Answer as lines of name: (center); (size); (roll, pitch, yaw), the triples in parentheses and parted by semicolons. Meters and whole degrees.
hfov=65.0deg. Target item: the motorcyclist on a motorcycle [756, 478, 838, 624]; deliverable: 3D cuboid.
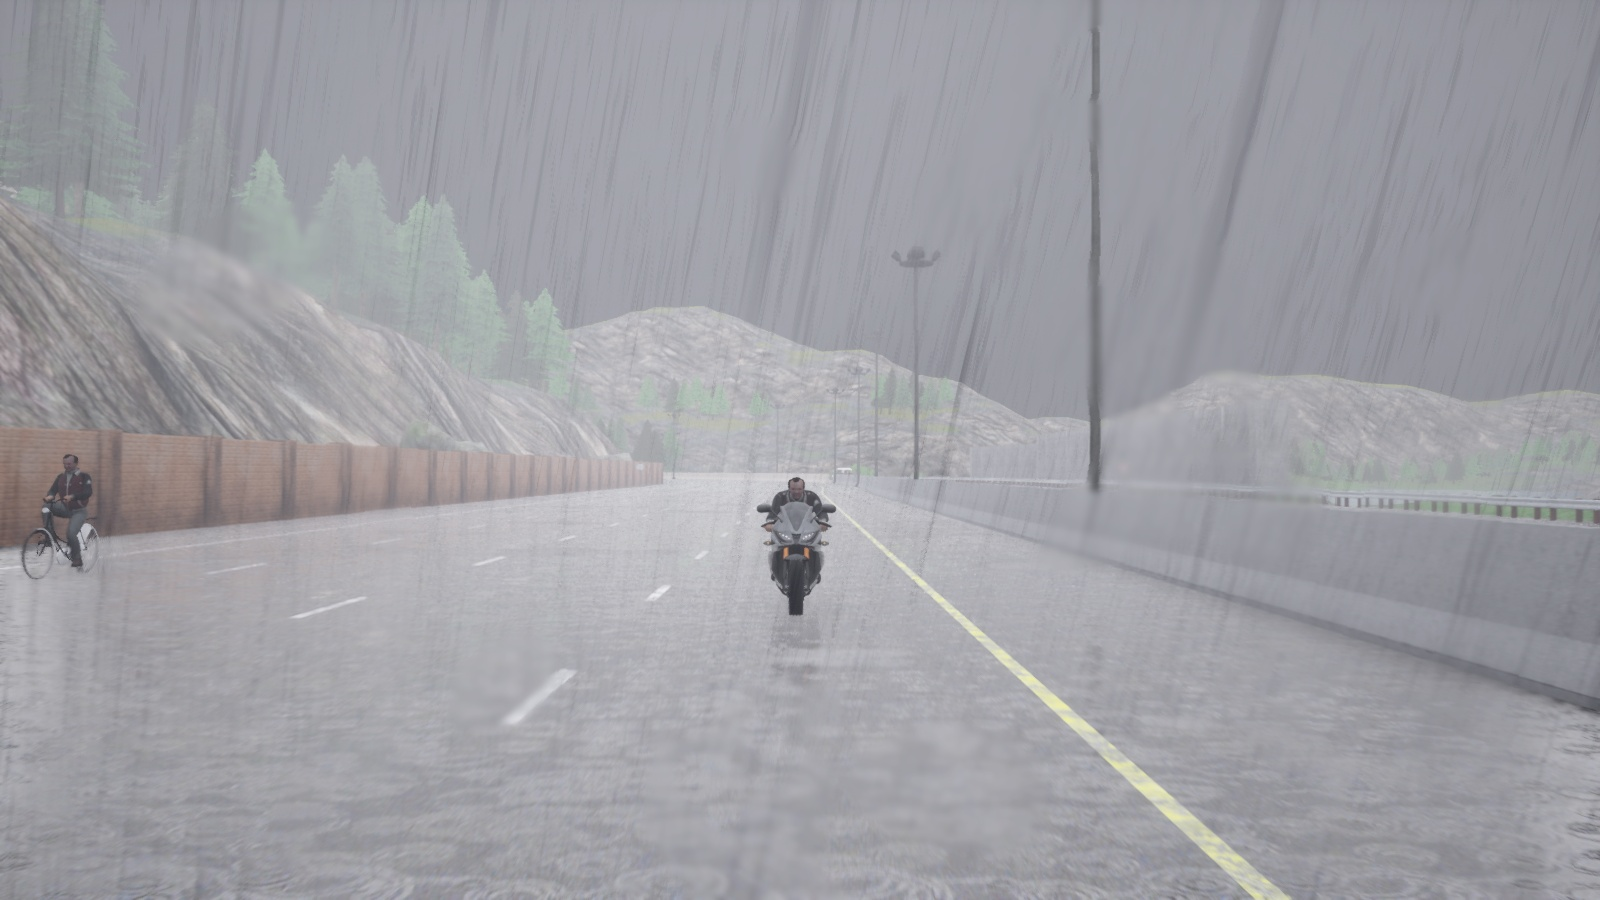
motorcyclist on a motorcycle: (-0.033, 1.089, 14.371); (0.866, 1.530, 2.191); (0, -1, 0)

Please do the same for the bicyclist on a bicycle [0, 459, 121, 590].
bicyclist on a bicycle: (-10.542, 1.026, 17.948); (0.659, 1.776, 1.843); (0, -1, 0)
